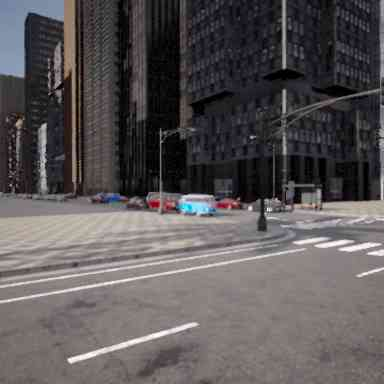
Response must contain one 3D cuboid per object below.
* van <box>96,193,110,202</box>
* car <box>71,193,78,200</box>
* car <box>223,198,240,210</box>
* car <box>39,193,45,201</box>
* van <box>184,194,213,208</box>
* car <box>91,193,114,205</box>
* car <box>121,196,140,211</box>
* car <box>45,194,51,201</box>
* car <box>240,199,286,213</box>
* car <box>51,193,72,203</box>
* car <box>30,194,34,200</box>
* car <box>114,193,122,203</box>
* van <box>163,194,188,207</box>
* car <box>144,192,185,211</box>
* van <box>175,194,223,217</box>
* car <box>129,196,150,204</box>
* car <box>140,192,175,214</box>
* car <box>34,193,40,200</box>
[{"bbox_3d":[-18.957,1.127,70.801,1.690,1.788,3.998,0,0,-36],"label":"van"},{"bbox_3d":[-32.156,1.101,89.281,2.192,1.841,5.009,0,0,-36],"label":"car"},{"bbox_3d":[4.144,1.376,38.461,1.802,1.307,4.206,0,0,-36],"label":"car"},{"bbox_3d":[-32.392,1.353,74.946,1.752,1.417,4.829,0,0,-36],"label":"car"},{"bbox_3d":[0.843,1.131,43.081,1.690,1.788,3.998,0,0,-36],"label":"van"},{"bbox_3d":[-15.452,1.296,55.977,1.882,1.535,5.008,0,0,-35],"label":"car"},{"bbox_3d":[-6.093,1.413,38.125,1.802,1.307,4.206,0,0,-36],"label":"car"},{"bbox_3d":[-29.191,1.267,70.464,1.967,1.590,4.097,0,0,-36],"label":"car"},{"bbox_3d":[7.443,1.348,33.841,2.008,1.369,4.403,0,0,-36],"label":"car"},{"bbox_3d":[-25.891,1.378,65.845,2.008,1.369,4.403,0,0,-36],"label":"car"},{"bbox_3d":[-38.991,1.353,84.186,1.752,1.417,4.829,0,0,-36],"label":"car"},{"bbox_3d":[-12.356,1.368,61.561,1.802,1.307,4.206,0,0,-36],"label":"car"},{"bbox_3d":[-2.457,1.128,47.700,1.690,1.788,3.998,0,0,-36],"label":"van"},{"bbox_3d":[-3.298,1.040,38.794,2.150,2.045,5.566,0,0,-35],"label":"car"},{"bbox_3d":[0.506,1.180,28.884,1.690,1.788,3.998,0,0,-36],"label":"van"},{"bbox_3d":[-9.056,1.368,56.941,1.802,1.307,4.206,0,0,-36],"label":"car"},{"bbox_3d":[-2.793,1.150,33.504,2.192,1.841,5.009,0,0,-36],"label":"car"},{"bbox_3d":[-35.791,1.393,79.705,1.947,1.339,4.313,0,0,-36],"label":"car"}]
